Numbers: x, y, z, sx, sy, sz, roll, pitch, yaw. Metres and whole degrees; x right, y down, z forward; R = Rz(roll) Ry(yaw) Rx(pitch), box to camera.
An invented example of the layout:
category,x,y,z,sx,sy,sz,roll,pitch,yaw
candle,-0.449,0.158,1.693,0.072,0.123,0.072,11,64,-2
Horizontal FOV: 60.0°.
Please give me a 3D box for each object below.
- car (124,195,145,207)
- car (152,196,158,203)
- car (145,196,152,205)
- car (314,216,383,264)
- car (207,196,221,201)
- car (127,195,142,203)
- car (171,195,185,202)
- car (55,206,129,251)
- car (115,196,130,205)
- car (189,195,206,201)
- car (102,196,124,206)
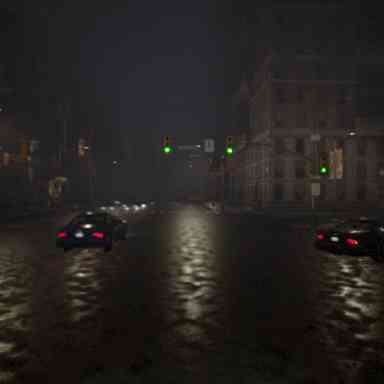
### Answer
category,x,y,z,sx,sy,sz,roll,pitch,yaw
car,-8.891,1.538,51.394,1.812,1.442,4.674,0,0,-2
car,-8.640,1.582,72.228,2.033,1.411,5.357,0,0,8
car,-9.252,1.515,61.789,2.128,1.511,4.902,0,0,-2
car,6.900,1.608,12.073,5.357,1.411,2.033,0,0,-28
car,5.672,1.695,88.520,2.033,1.411,5.357,0,0,39
car,-12.262,1.518,71.743,1.837,1.490,4.892,0,0,8
car,-3.277,1.441,79.070,2.097,1.767,4.553,0,0,20
car,-3.965,1.541,13.970,2.033,1.411,5.357,0,0,-2
car,-12.748,1.479,61.514,1.882,1.535,5.008,0,0,-2
car,1.245,1.604,88.282,1.882,1.535,5.008,0,0,36
car,-12.399,1.537,51.542,2.033,1.411,5.357,0,0,-2
